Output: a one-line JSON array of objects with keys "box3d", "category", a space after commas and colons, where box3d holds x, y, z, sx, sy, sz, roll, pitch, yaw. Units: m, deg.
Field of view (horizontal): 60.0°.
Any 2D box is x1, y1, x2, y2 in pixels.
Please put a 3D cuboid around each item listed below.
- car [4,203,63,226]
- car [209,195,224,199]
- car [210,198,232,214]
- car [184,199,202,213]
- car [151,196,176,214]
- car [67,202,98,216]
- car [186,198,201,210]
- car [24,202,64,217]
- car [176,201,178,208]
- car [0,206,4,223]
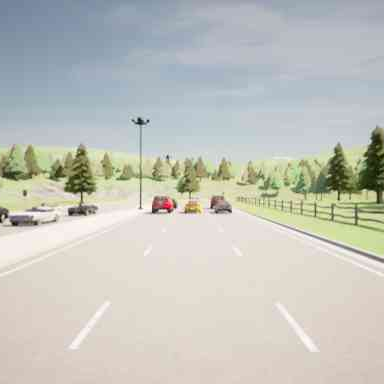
[{"box3d": [-11.540, 1.729, 24.731, 1.895, 1.301, 4.718, 0, 0, 1], "category": "car"}, {"box3d": [3.835, 1.479, 49.534, 2.150, 2.045, 5.566, 0, 0, 2], "category": "car"}, {"box3d": [3.597, 1.750, 38.908, 2.033, 1.411, 5.357, 0, 0, 1], "category": "car"}, {"box3d": [0.101, 1.682, 39.330, 1.882, 1.535, 5.008, 0, 0, 1], "category": "car"}, {"box3d": [-3.403, 1.424, 38.954, 2.150, 2.045, 5.566, 0, 0, 1], "category": "car"}, {"box3d": [-11.443, 1.782, 35.037, 1.895, 1.301, 4.718, 0, 0, 0], "category": "car"}, {"box3d": [0.335, 1.749, 49.600, 2.128, 1.511, 4.902, 0, 0, 2], "category": "car"}, {"box3d": [-14.945, 1.776, 33.886, 1.895, 1.301, 4.718, 0, 0, 0], "category": "car"}, {"box3d": [-3.164, 1.735, 49.697, 1.882, 1.535, 5.008, 0, 0, 2], "category": "car"}, {"box3d": [-15.035, 1.614, 23.744, 2.128, 1.511, 4.902, 0, 0, 0], "category": "car"}]
